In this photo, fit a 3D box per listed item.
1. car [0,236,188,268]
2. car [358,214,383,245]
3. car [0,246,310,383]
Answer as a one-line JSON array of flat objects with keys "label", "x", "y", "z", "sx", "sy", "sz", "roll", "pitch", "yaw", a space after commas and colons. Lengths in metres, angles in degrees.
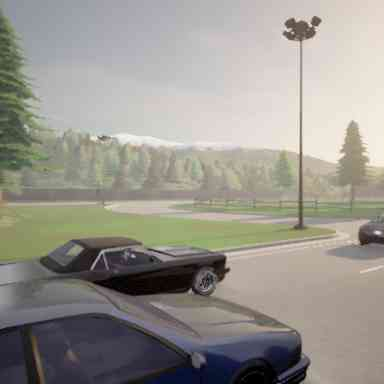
[{"label": "car", "x": -1.461, "y": 1.610, "z": 7.005, "sx": 4.718, "sy": 1.301, "sz": 1.895, "roll": 0, "pitch": 0, "yaw": -35}, {"label": "car", "x": 9.131, "y": 1.616, "z": 14.574, "sx": 4.181, "sy": 1.385, "sz": 1.994, "roll": 0, "pitch": 0, "yaw": -35}, {"label": "car", "x": -1.325, "y": 1.549, "z": 2.808, "sx": 5.357, "sy": 1.411, "sz": 2.033, "roll": 0, "pitch": 0, "yaw": -36}]
